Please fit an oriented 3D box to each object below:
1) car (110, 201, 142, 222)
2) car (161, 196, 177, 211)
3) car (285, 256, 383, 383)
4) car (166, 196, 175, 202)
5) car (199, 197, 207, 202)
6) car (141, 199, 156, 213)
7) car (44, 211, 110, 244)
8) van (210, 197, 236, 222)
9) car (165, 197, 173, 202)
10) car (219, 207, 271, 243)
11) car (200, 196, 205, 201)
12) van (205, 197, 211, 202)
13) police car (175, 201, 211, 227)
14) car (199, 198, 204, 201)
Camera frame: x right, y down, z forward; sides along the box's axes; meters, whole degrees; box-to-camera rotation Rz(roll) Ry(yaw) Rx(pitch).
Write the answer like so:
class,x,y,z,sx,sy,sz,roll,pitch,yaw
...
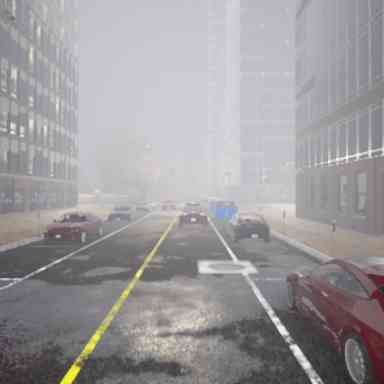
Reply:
class,x,y,z,sx,sy,sz,roll,pitch,yaw
car,-5.699,1.729,27.823,1.947,1.339,4.313,0,0,0
car,-3.015,1.691,44.091,1.882,1.535,5.008,0,0,0
car,2.688,1.619,5.020,1.802,1.307,4.206,0,0,0
car,-5.717,1.878,88.707,2.008,1.369,4.403,0,0,0
car,2.665,1.878,83.030,1.947,1.339,4.313,0,0,0
car,-5.782,1.762,39.220,1.947,1.339,4.313,0,0,0
car,-5.696,1.656,16.419,1.887,1.381,4.507,0,0,0
van,2.684,1.504,27.828,1.690,1.788,3.998,0,0,0
car,-5.715,1.857,83.024,1.887,1.381,4.507,0,0,0
car,2.685,1.662,16.422,2.008,1.369,4.403,0,0,0
car,2.668,1.737,77.349,1.967,1.590,4.097,0,0,0
van,2.762,1.537,39.224,1.690,1.788,3.998,0,0,0
police car,0.091,1.656,24.286,2.038,1.542,4.974,0,0,0
car,0.085,1.762,40.322,1.994,1.385,4.181,0,0,0
